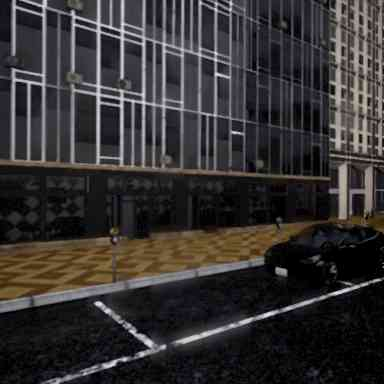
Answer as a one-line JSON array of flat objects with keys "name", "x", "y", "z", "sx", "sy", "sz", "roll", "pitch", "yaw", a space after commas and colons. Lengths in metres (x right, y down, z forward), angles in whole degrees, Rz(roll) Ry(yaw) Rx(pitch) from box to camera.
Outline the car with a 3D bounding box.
[{"name": "car", "x": 3.957, "y": 1.569, "z": 9.377, "sx": 4.313, "sy": 1.339, "sz": 1.947, "roll": 0, "pitch": 0, "yaw": -35}]
